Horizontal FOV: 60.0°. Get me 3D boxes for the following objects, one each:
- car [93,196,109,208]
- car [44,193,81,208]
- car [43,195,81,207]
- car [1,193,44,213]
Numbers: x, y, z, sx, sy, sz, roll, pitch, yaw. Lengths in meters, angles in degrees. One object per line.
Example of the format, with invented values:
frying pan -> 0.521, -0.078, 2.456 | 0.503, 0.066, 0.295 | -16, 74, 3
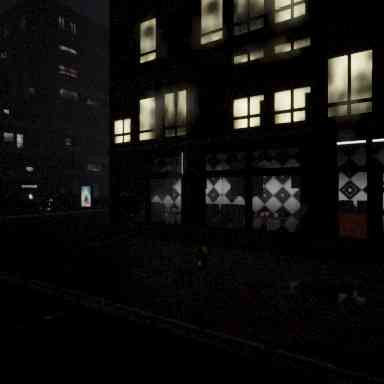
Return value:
car -> -9.837, 1.072, 38.210 | 1.947, 1.339, 4.313 | 1, 2, 35
car -> -15.676, 0.883, 39.983 | 2.097, 1.767, 4.553 | 0, 1, 35
car -> -16.745, 1.074, 42.954 | 1.802, 1.307, 4.206 | 1, 2, 35
car -> -16.185, 1.029, 29.106 | 2.192, 1.841, 5.009 | 1, 2, 35
